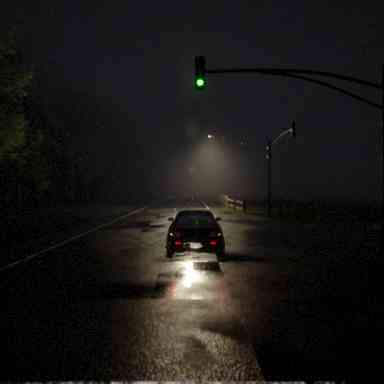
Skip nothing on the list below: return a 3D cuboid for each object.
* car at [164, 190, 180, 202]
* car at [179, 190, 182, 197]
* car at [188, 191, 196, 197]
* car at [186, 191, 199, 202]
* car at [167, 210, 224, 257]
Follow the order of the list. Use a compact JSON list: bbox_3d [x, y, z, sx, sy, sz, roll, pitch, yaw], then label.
[{"bbox_3d":[-3.397,0.849,52.627,2.033,1.411,5.357,0,1,0],"label":"car"},{"bbox_3d":[-3.495,0.272,81.294,2.097,1.767,4.553,0,1,0],"label":"car"},{"bbox_3d":[0.005,0.484,79.336,2.033,1.411,5.357,0,1,0],"label":"car"},{"bbox_3d":[0.102,0.803,54.527,1.812,1.442,4.674,0,0,0],"label":"car"},{"bbox_3d":[0.102,1.366,12.039,1.812,1.442,4.674,0,1,0],"label":"car"}]
